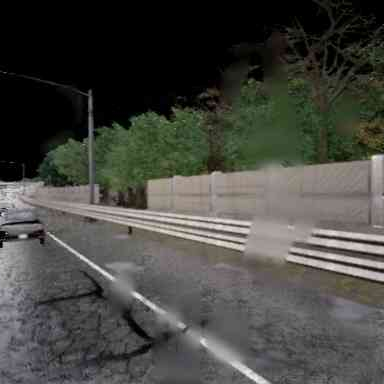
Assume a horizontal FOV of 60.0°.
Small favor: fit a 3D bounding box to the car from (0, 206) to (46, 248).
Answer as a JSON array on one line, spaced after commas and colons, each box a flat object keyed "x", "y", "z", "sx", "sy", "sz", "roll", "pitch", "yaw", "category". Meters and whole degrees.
[{"x": -8.112, "y": 1.610, "z": 15.635, "sx": 2.128, "sy": 1.511, "sz": 4.902, "roll": -1, "pitch": 0, "yaw": -31, "category": "car"}]

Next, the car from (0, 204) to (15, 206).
[{"x": -18.971, "y": 1.866, "z": 33.930, "sx": 1.895, "sy": 1.301, "sz": 4.718, "roll": -1, "pitch": 0, "yaw": -31, "category": "car"}]
